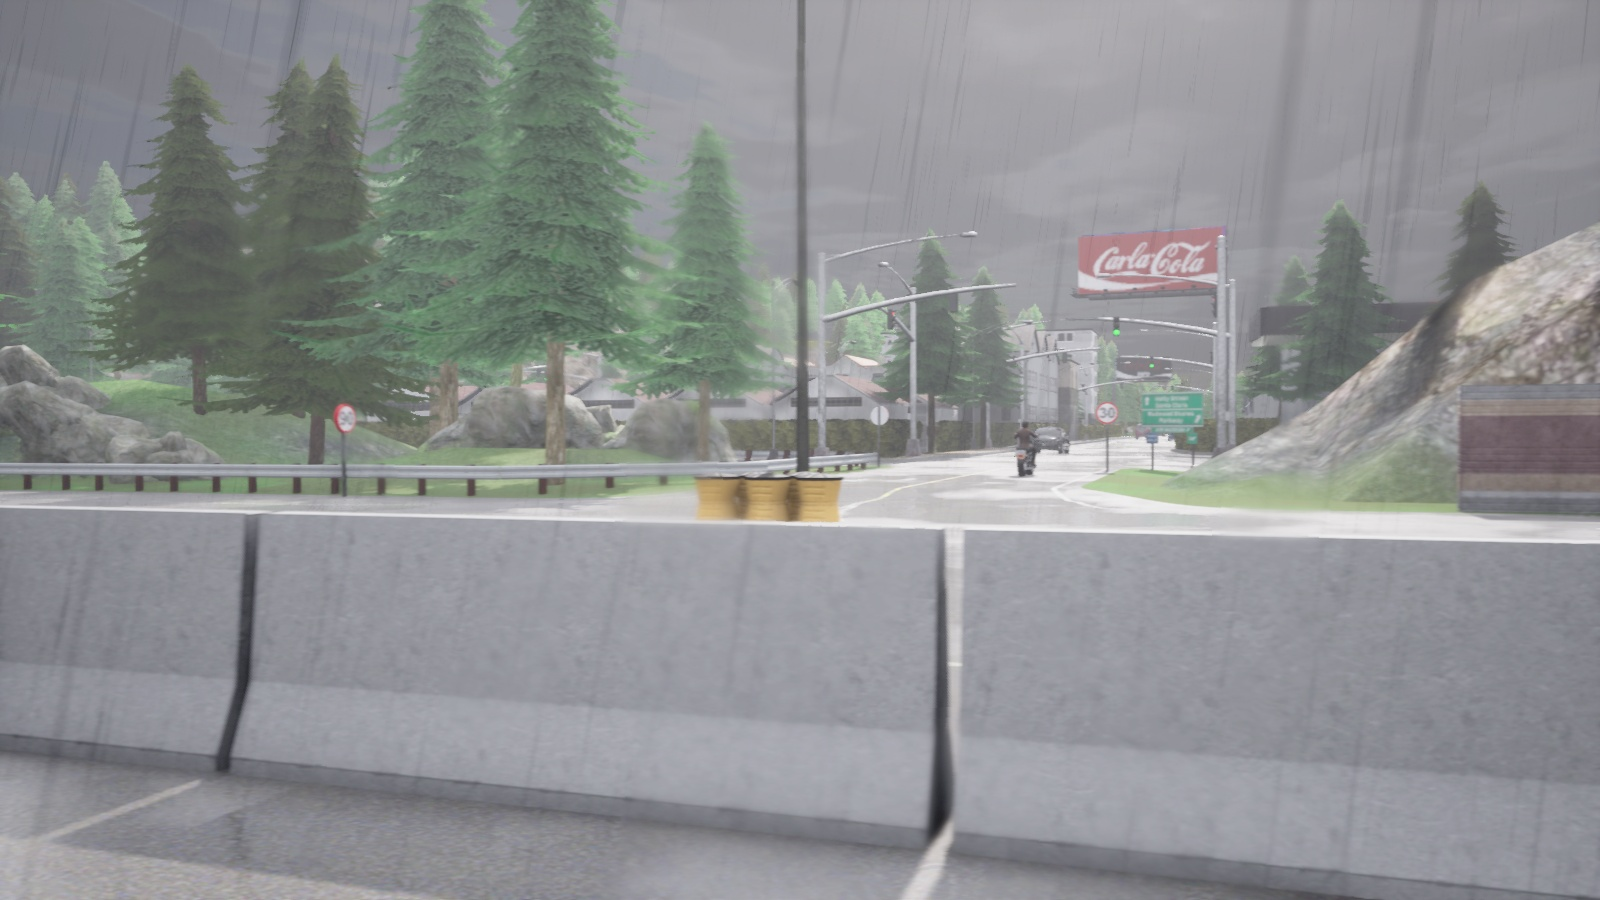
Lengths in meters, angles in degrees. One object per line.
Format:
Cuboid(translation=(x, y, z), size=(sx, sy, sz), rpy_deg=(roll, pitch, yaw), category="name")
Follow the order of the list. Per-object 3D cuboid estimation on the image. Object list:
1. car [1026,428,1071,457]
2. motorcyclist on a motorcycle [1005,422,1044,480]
Cuboid(translation=(13.865, -0.417, 69.919), size=(1.837, 1.490, 4.892), rpy_deg=(2, 1, 19), category="car")
Cuboid(translation=(6.622, 0.014, 36.966), size=(0.766, 1.649, 2.350), rpy_deg=(1, 1, 18), category="motorcyclist on a motorcycle")
